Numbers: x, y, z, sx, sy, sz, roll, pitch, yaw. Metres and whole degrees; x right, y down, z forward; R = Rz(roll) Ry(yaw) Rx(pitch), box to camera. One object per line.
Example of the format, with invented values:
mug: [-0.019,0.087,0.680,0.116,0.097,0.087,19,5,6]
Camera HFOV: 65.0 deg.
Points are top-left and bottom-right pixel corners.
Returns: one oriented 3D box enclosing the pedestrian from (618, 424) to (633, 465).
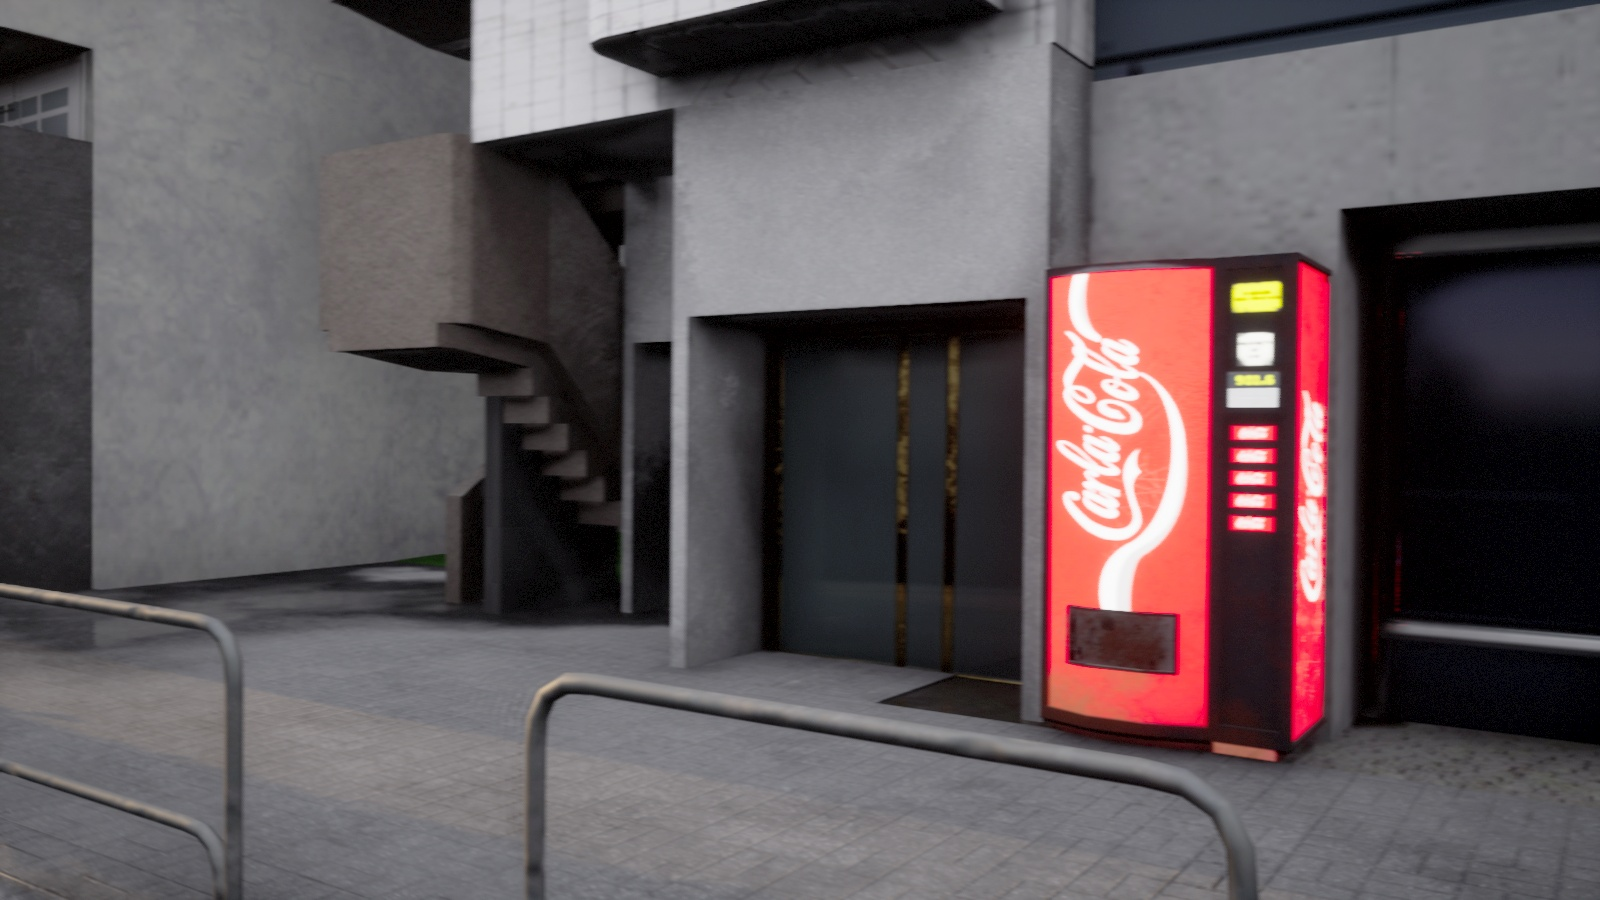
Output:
pedestrian: [-7.697,-0.246,55.450,0.345,1.836,0.594,0,1,25]
